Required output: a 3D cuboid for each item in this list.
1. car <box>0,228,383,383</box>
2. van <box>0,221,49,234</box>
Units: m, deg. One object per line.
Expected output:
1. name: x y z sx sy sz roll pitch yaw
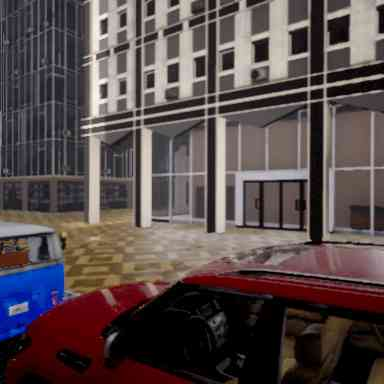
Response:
1. car: 0.749 1.318 2.328 5.009 1.841 2.192 0 0 35
2. van: -3.879 1.371 5.628 3.998 1.788 1.690 0 0 35
